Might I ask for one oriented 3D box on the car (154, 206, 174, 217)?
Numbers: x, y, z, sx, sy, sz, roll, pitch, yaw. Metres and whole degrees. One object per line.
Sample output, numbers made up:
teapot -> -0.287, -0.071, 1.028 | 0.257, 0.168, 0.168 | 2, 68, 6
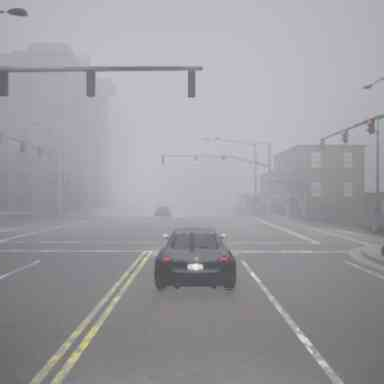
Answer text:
car -> -3.653, 2.521, 42.290 | 1.837, 1.490, 4.892 | 0, -5, 0

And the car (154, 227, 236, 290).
car -> 0.077, 1.677, 9.455 | 1.994, 1.385, 4.181 | 0, -1, 0

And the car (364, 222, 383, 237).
car -> 15.823, 2.867, 25.437 | 4.892, 1.490, 1.837 | 9, -1, 0
